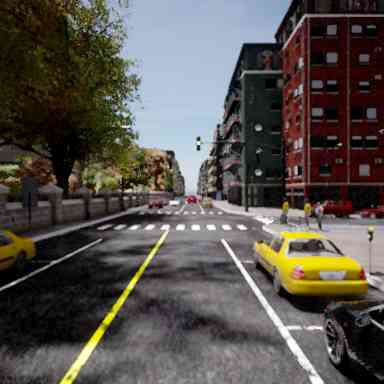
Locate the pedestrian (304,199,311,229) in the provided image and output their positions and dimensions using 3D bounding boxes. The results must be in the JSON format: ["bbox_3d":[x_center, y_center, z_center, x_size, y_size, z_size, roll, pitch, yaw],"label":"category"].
[{"bbox_3d":[7.145,1.351,20.711,0.375,1.860,0.375,0,0,0],"label":"pedestrian"}]

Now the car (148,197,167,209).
[{"bbox_3d":[-5.671,1.660,52.095,2.192,1.841,5.009,0,0,0],"label":"car"}]

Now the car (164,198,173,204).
[{"bbox_3d":[-5.658,2.128,79.768,1.802,1.307,4.206,0,0,0],"label":"car"}]

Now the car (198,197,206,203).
[{"bbox_3d":[2.727,2.173,90.836,1.887,1.381,4.507,0,0,0],"label":"car"}]

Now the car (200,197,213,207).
[{"bbox_3d":[2.712,1.912,57.795,1.752,1.417,4.829,0,0,0],"label":"car"}]

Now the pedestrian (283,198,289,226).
[{"bbox_3d":[6.145,1.286,21.911,0.375,1.860,0.375,0,0,0],"label":"pedestrian"}]

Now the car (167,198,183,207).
[{"bbox_3d":[-3.015,1.917,58.602,1.812,1.442,4.674,0,0,1],"label":"car"}]

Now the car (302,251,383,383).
[{"bbox_3d":[2.690,1.585,2.895,1.947,1.339,4.313,0,0,0],"label":"car"}]

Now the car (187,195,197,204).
[{"bbox_3d":[0.035,1.745,77.439,2.150,2.045,5.566,0,0,0],"label":"car"}]

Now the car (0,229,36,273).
[{"bbox_3d":[-5.688,1.579,8.358,1.752,1.417,4.829,0,0,0],"label":"car"}]

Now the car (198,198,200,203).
[{"bbox_3d":[2.715,1.970,63.160,1.887,1.381,4.507,0,0,0],"label":"car"}]

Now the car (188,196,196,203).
[{"bbox_3d":[0.039,1.873,87.799,2.097,1.767,4.553,0,0,0],"label":"car"}]

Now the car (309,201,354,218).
[{"bbox_3d":[14.631,1.821,35.512,5.009,1.841,2.192,1,-1,0],"label":"car"}]

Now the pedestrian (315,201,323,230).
[{"bbox_3d":[8.145,1.510,21.310,0.375,1.860,0.375,0,0,0],"label":"pedestrian"}]

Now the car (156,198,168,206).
[{"bbox_3d":[-5.666,1.865,63.164,1.967,1.590,4.097,0,0,0],"label":"car"}]

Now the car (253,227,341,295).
[{"bbox_3d":[2.692,1.581,8.696,1.752,1.417,4.829,0,0,0],"label":"car"}]

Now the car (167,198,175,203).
[{"bbox_3d":[-5.653,2.210,90.839,1.802,1.307,4.206,0,0,0],"label":"car"}]

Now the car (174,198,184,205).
[{"bbox_3d":[-2.967,2.044,74.576,2.033,1.411,5.357,0,0,0],"label":"car"}]

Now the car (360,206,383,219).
[{"bbox_3d":[20.321,2.153,35.522,4.507,1.381,1.887,1,-1,0],"label":"car"}]

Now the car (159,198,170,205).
[{"bbox_3d":[-5.663,2.010,68.699,1.887,1.381,4.507,0,0,0],"label":"car"}]
